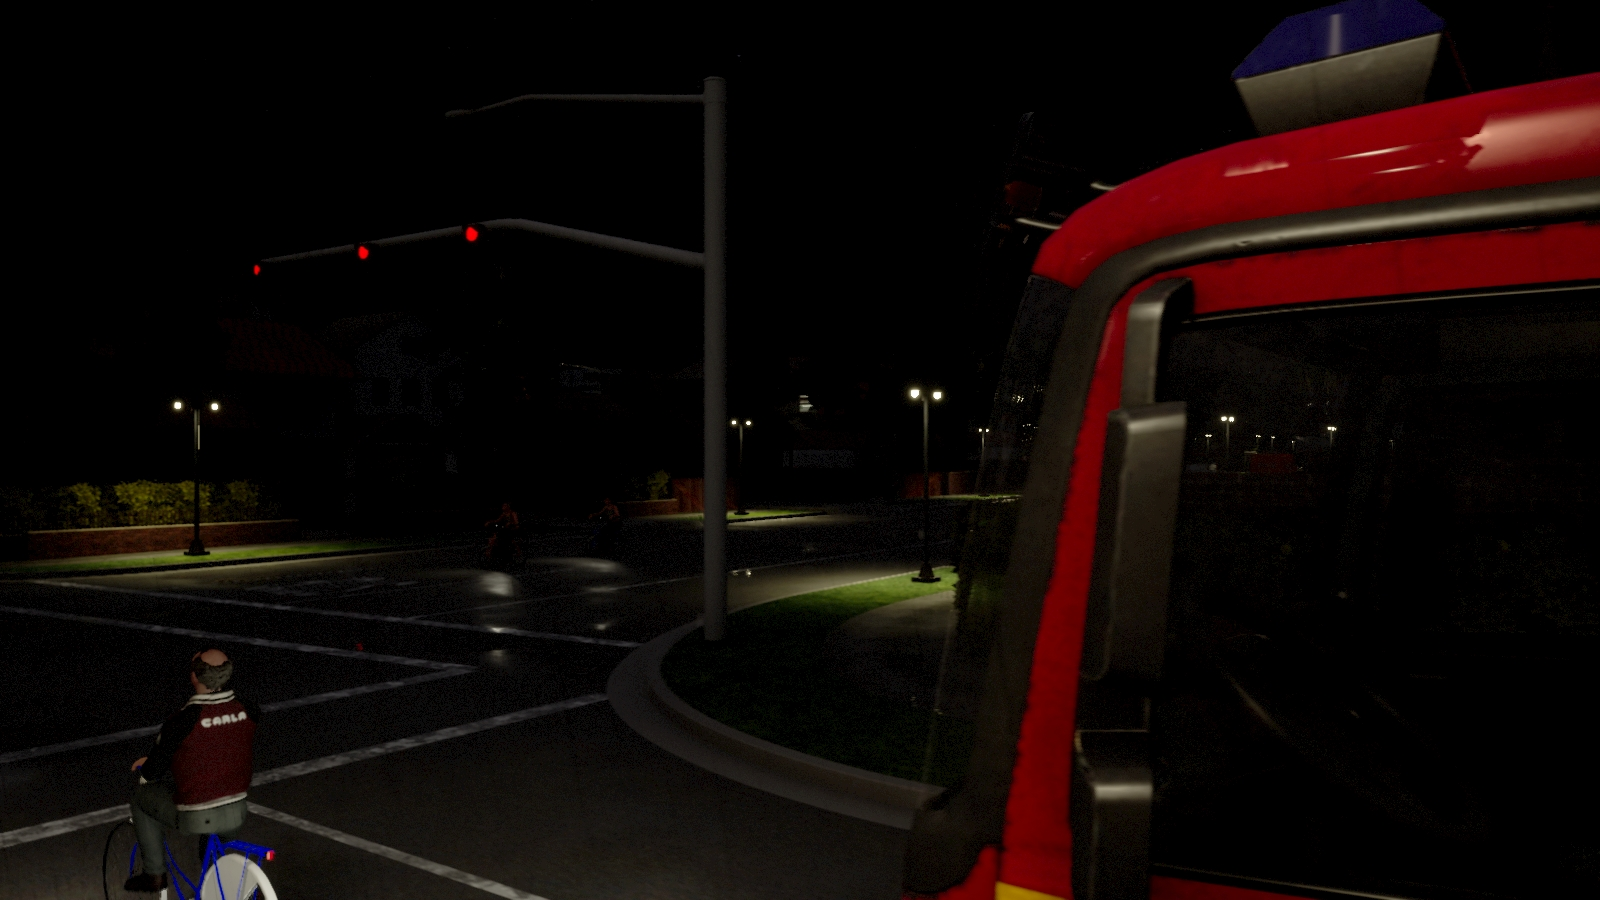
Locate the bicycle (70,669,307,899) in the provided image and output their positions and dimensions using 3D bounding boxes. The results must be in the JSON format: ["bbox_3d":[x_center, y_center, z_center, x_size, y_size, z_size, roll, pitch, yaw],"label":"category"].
[{"bbox_3d":[-3.307,2.048,6.102,1.835,1.496,0.329,0,0,35],"label":"bicycle"}]

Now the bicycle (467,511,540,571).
[{"bbox_3d":[-7.064,2.147,27.242,0.859,1.301,1.487,0,0,35],"label":"bicycle"}]

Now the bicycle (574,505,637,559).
[{"bbox_3d":[-5.128,2.147,30.215,0.859,1.301,1.487,0,0,34],"label":"bicycle"}]
